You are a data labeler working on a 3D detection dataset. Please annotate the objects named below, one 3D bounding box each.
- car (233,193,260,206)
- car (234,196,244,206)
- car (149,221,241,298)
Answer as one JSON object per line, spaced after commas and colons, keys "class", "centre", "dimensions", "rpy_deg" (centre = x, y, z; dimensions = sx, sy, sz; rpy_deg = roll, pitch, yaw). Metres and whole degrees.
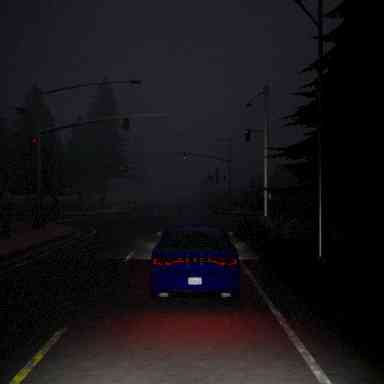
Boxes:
{"class": "car", "centre": [8.545, 1.146, 52.022], "dimensions": [3.866, 1.878, 1.905], "rpy_deg": [0, 0, 0]}
{"class": "car", "centre": [8.954, 1.144, 49.511], "dimensions": [4.605, 1.855, 1.932], "rpy_deg": [0, 0, 0]}
{"class": "car", "centre": [0.079, 1.478, 8.560], "dimensions": [1.882, 1.535, 5.008], "rpy_deg": [0, 0, 1]}
